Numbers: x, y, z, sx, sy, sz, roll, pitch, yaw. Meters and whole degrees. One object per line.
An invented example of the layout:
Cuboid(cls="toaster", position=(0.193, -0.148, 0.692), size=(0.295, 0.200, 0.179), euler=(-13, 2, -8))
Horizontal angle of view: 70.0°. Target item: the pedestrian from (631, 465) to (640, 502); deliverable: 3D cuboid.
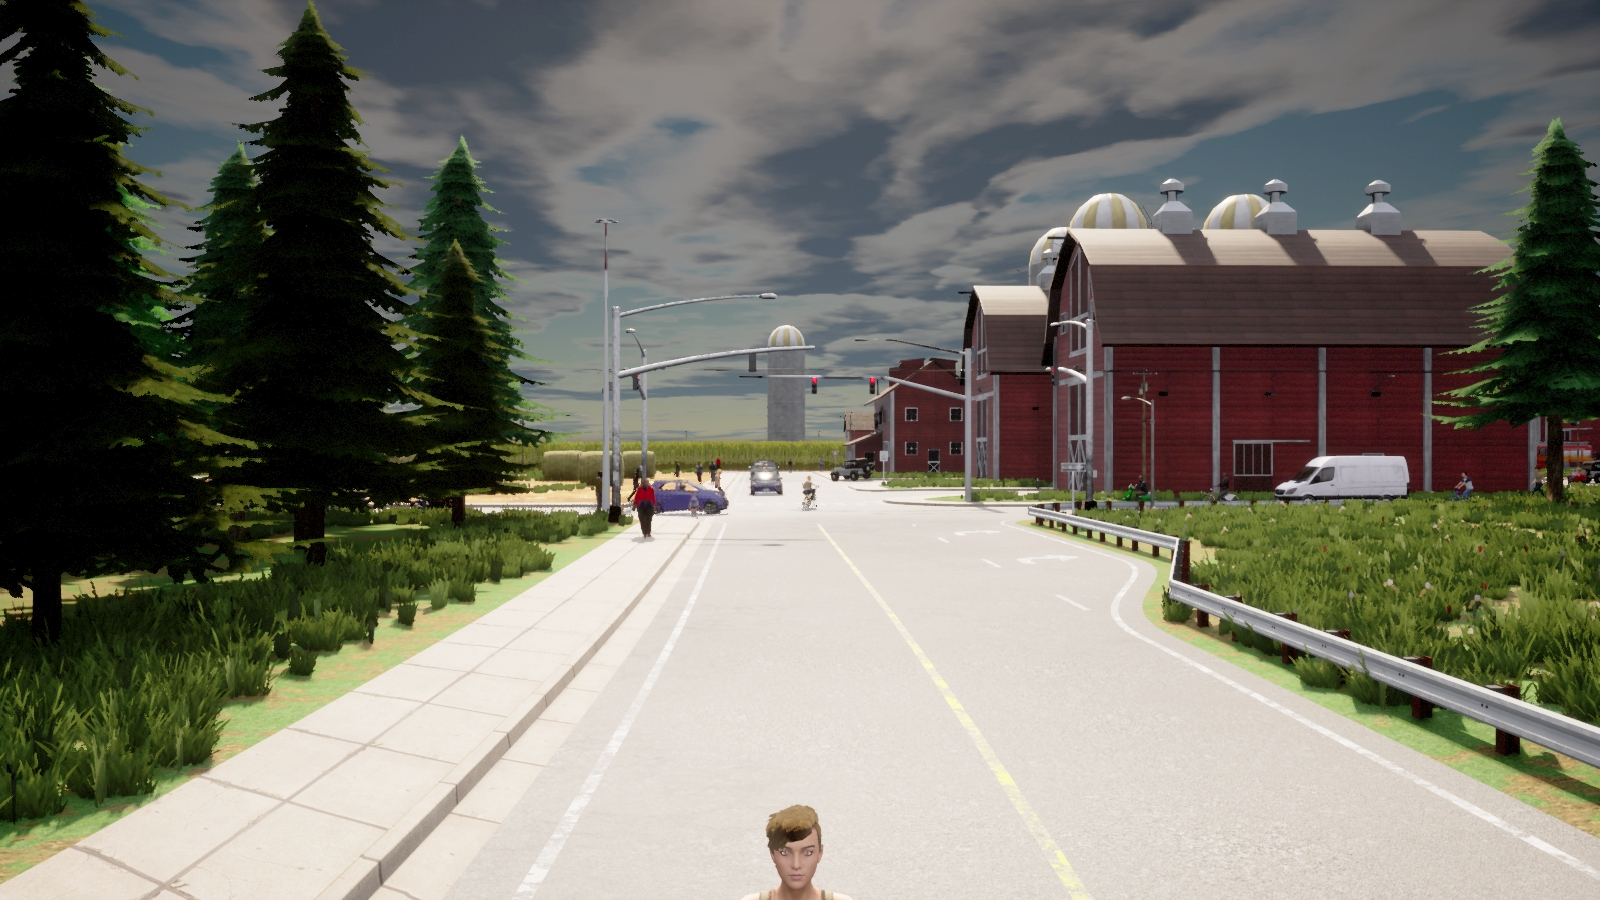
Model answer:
Cuboid(cls="pedestrian", position=(-8.419, 1.698, 58.483), size=(0.375, 1.860, 0.375), euler=(0, 0, 9))

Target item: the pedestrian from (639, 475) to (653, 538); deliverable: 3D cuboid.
Cuboid(cls="pedestrian", position=(-4.595, 1.672, 34.103), size=(0.375, 1.860, 0.375), euler=(0, 0, -1))

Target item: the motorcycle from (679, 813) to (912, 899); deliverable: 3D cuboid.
Cuboid(cls="motorcycle", position=(-0.013, 2.128, 3.457), size=(0.764, 1.307, 2.356), euler=(0, 0, 0))

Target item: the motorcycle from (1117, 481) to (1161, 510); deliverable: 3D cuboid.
Cuboid(cls="motorcycle", position=(15.989, 2.145, 53.899), size=(1.805, 1.316, 0.856), euler=(0, 0, -1))

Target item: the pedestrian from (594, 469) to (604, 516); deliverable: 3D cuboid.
Cuboid(cls="pedestrian", position=(-8.057, 1.699, 45.829), size=(0.375, 1.860, 0.375), euler=(0, 0, -8))

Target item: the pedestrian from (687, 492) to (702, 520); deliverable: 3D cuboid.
Cuboid(cls="pedestrian", position=(-4.194, 2.213, 45.333), size=(0.500, 1.100, 0.500), euler=(0, 0, 6))

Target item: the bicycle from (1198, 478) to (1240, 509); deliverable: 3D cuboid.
Cuboid(cls="bicycle", position=(19.800, 2.064, 53.998), size=(1.835, 1.471, 0.329), euler=(0, 0, -1))

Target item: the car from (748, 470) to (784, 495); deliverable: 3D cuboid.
Cuboid(cls="car", position=(-2.153, 2.036, 72.119), size=(2.163, 1.488, 4.792), euler=(0, 0, -2))

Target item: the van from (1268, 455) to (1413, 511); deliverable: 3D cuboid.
Cuboid(cls="van", position=(25.535, 1.538, 54.103), size=(5.915, 2.561, 1.988), euler=(0, 0, -1))

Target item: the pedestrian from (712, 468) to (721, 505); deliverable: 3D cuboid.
Cuboid(cls="pedestrian", position=(-4.254, 1.831, 57.995), size=(0.375, 1.860, 0.375), euler=(0, 0, -15))

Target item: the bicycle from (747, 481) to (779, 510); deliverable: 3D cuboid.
Cuboid(cls="bicycle", position=(-1.742, 2.143, 54.113), size=(0.859, 1.276, 1.487), euler=(-4, -2, 28))

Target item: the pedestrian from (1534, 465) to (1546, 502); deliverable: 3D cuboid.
Cuboid(cls="pedestrian", position=(37.851, 1.701, 58.462), size=(0.375, 1.860, 0.375), euler=(0, 0, 6))

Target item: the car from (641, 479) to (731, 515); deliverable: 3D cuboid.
Cuboid(cls="car", position=(-4.925, 2.035, 49.838), size=(3.633, 1.501, 1.845), euler=(0, 0, 4))
